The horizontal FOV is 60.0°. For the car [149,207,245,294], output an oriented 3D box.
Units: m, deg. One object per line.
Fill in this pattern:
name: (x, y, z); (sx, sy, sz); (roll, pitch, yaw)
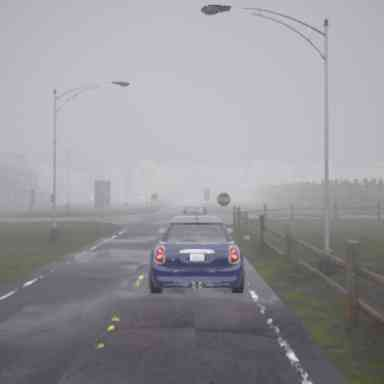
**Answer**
car: (0.105, 1.414, 9.125); (2.097, 1.767, 4.553); (0, 0, 0)

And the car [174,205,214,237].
car: (0.271, 1.629, 20.104); (2.128, 1.511, 4.902); (0, 0, 4)
